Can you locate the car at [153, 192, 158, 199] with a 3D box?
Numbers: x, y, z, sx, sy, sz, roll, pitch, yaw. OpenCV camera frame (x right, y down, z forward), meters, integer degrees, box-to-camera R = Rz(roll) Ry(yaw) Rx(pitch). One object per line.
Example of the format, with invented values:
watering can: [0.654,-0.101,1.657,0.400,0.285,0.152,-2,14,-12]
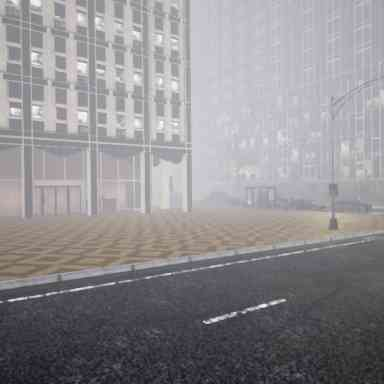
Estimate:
car: [-9.589,1.029,69.459,2.008,1.369,4.403,0,1,-34]

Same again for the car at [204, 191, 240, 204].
car: [4.914,0.862,52.780,2.150,2.045,5.566,-1,1,-34]

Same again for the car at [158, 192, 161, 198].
car: [-5.865,0.602,78.871,2.192,1.841,5.009,-1,1,-34]

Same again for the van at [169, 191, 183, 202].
van: [-3.186,0.927,60.064,1.690,1.788,3.998,-1,1,-34]

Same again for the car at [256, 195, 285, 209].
car: [9.525,1.378,41.220,1.802,1.307,4.206,-1,1,-34]

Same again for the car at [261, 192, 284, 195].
car: [10.941,0.960,43.920,2.150,2.045,5.566,-1,1,-34]

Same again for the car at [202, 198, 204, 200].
car: [3.739,1.030,64.785,1.802,1.307,4.206,-1,1,-34]

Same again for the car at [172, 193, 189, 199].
car: [-2.664,0.923,74.178,1.802,1.307,4.206,-1,1,-34]

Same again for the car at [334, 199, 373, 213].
car: [16.800,1.397,35.330,1.994,1.385,4.181,-1,1,-34]

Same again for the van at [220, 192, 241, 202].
van: [6.939,0.842,60.085,1.690,1.788,3.998,-1,1,-34]

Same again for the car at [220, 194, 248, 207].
car: [6.373,1.309,45.949,1.947,1.339,4.313,-1,1,-34]

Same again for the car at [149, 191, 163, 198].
car: [-9.067,0.673,83.568,1.967,1.590,4.097,-1,1,-34]

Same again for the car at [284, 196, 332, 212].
car: [12.713,1.413,36.512,1.947,1.339,4.313,-1,1,-34]
